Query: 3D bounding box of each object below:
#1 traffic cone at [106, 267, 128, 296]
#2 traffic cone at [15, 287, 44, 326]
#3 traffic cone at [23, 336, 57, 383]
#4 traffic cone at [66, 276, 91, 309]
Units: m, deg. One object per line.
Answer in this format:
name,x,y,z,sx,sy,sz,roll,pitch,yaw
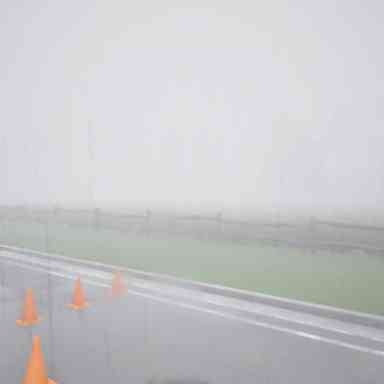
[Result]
traffic cone,-1.679,1.974,7.451,0.340,0.580,0.340,0,0,36
traffic cone,-2.845,1.971,5.825,0.340,0.580,0.340,0,0,36
traffic cone,-1.802,1.966,3.847,0.340,0.580,0.340,0,0,36
traffic cone,-2.262,1.973,6.638,0.340,0.580,0.340,0,0,36
